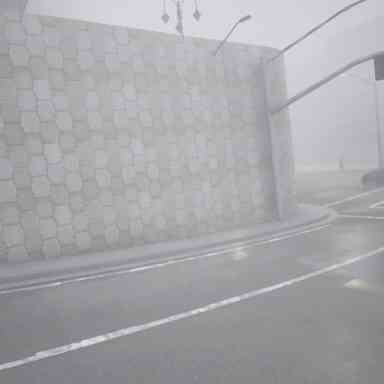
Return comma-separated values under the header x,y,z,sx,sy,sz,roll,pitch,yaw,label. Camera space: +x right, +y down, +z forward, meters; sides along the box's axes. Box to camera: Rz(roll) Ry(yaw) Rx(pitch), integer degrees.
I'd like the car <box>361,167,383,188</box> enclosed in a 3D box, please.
x,y,z,sx,sy,sz,roll,pitch,yaw,label
15.029,-1.144,24.297,1.837,1.490,4.892,-12,7,-40,car

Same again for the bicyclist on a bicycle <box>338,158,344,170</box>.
x,y,z,sx,sy,sz,roll,pitch,yaw,label
20.051,-3.810,44.845,1.656,1.620,0.582,-11,6,-35,bicyclist on a bicycle
